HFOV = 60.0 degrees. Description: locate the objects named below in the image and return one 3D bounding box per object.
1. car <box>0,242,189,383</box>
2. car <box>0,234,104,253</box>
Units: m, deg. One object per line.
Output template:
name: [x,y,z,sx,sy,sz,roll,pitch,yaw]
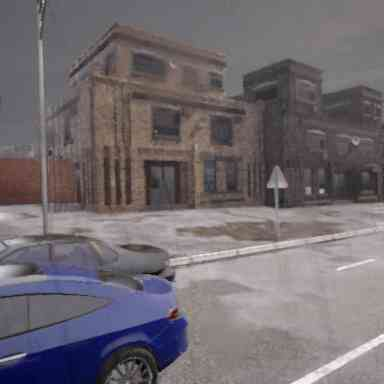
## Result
car: [-2.191,1.526,3.248,4.674,1.442,1.812,0,0,-36]
car: [-2.900,1.541,6.176,5.357,1.411,2.033,0,0,-36]
